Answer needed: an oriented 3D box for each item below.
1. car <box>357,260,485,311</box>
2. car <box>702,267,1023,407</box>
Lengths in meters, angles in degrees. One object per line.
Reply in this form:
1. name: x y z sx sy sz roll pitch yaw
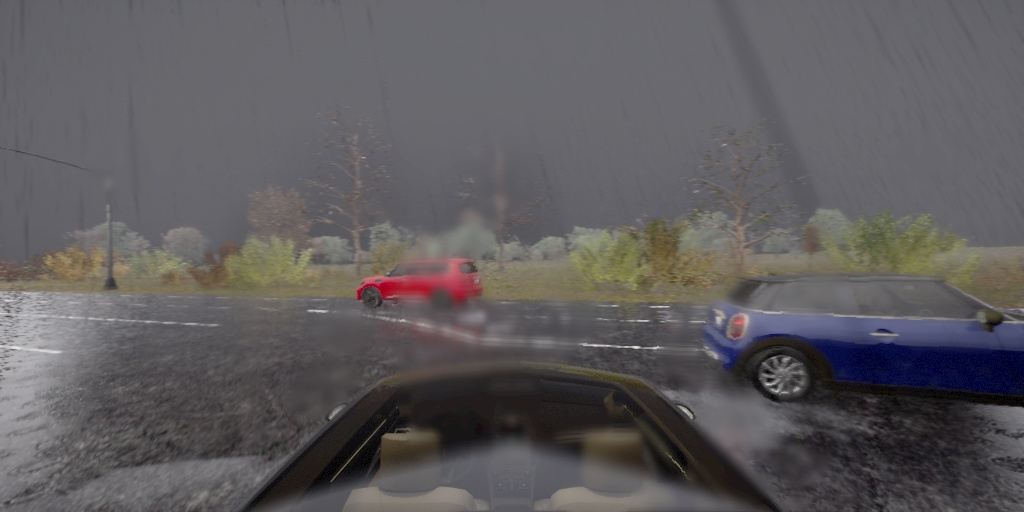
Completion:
1. car: -3.935 1.201 15.536 5.566 2.045 2.150 -1 -1 18
2. car: 5.401 1.028 5.197 4.553 1.767 2.097 -1 -1 18
